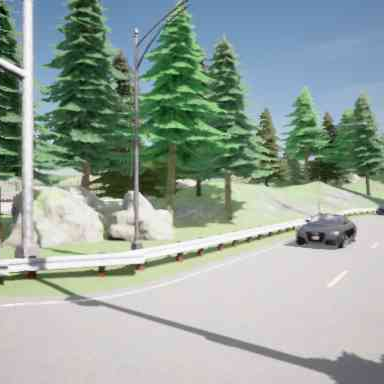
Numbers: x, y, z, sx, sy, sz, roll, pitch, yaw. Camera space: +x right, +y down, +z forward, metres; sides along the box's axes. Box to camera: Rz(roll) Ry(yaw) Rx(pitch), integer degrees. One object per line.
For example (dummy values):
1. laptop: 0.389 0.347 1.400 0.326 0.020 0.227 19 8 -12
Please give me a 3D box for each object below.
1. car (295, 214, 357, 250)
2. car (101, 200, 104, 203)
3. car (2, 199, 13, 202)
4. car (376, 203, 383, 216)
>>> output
1. car: 6.313 1.728 15.498 1.994 1.385 4.181 0 0 36
2. car: -21.298 2.040 70.533 2.033 1.411 5.357 0 0 36
3. car: -30.578 2.027 57.721 1.994 1.385 4.181 0 0 36
4. car: 20.994 1.565 34.467 4.553 1.767 2.097 0 0 -36
